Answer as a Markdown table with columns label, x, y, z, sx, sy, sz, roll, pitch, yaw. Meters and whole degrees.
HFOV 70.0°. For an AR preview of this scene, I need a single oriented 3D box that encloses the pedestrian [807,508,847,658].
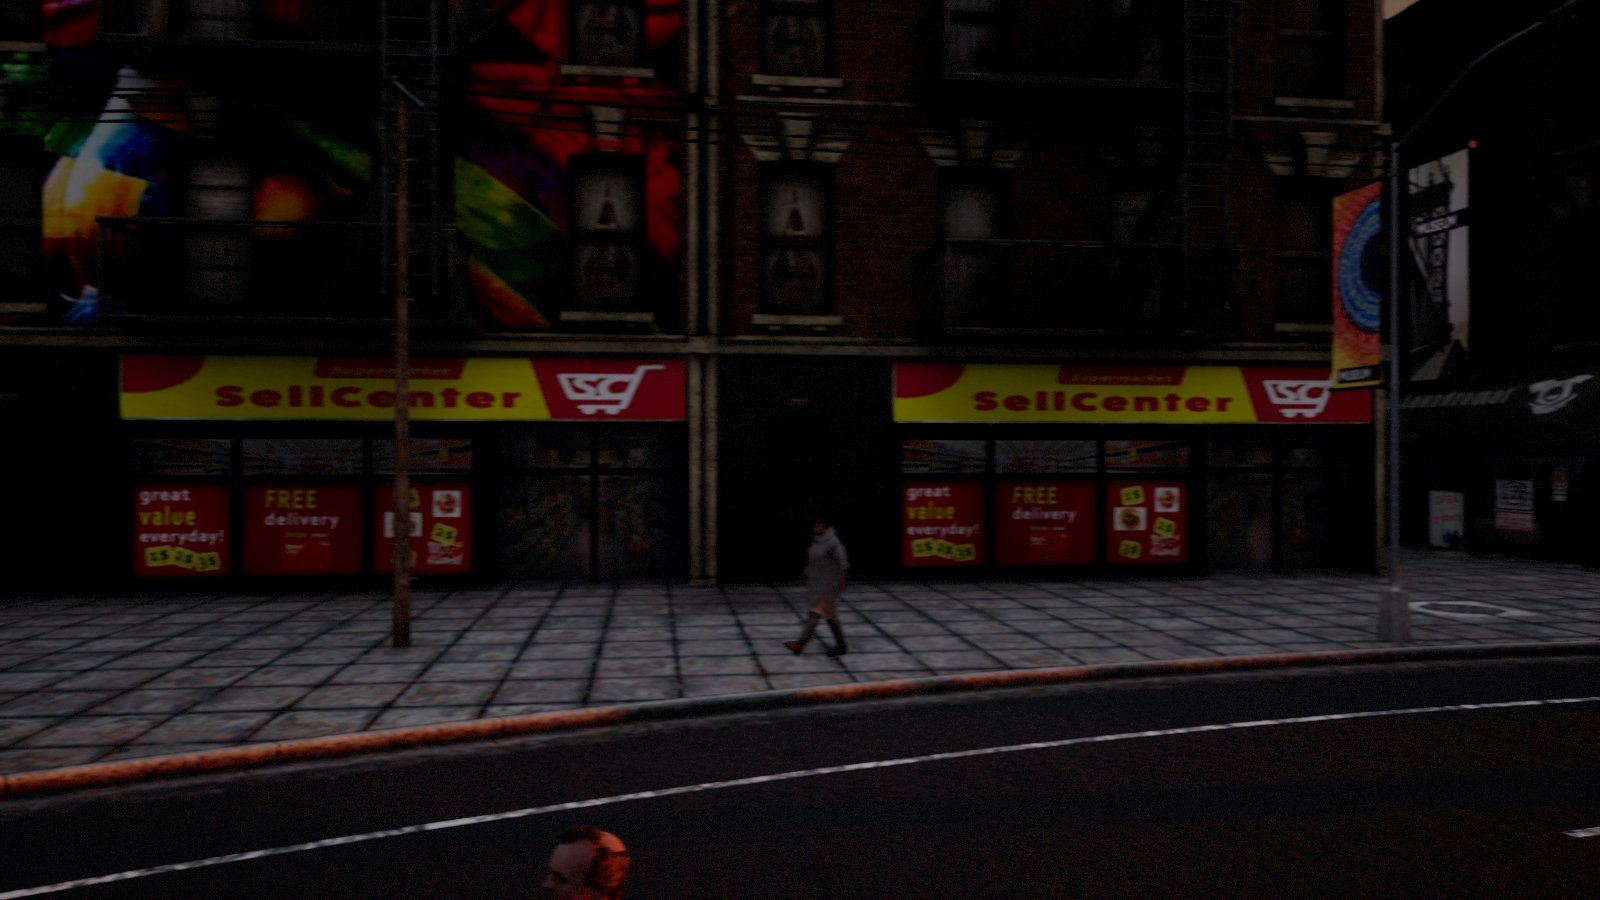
| label | x | y | z | sx | sy | sz | roll | pitch | yaw |
| --- | --- | --- | --- | --- | --- | --- | --- | --- | --- |
| pedestrian | 0.346 | 1.687 | 14.613 | 0.375 | 1.860 | 0.375 | 0 | 0 | -29 |
